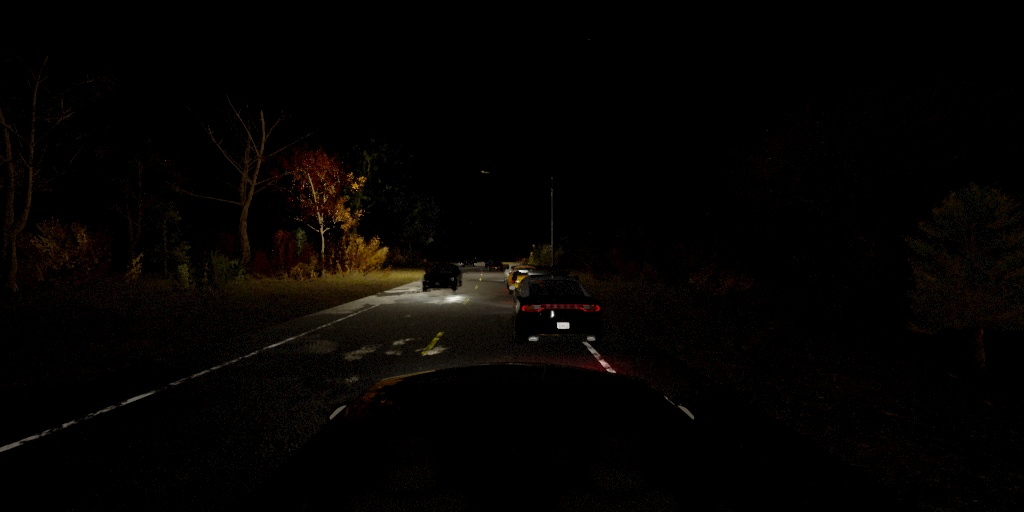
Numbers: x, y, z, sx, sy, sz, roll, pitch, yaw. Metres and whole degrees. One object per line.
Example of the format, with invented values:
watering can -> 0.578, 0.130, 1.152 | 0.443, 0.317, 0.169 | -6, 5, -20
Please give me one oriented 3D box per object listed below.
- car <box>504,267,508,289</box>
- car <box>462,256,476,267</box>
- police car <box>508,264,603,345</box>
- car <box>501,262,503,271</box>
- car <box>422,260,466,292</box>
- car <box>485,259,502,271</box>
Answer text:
car -> 0.667, 1.200, 19.813 | 1.801, 1.575, 5.366 | 0, 0, -2
car -> -7.649, 0.935, 63.608 | 2.150, 2.045, 5.566 | 0, 0, -7
police car -> 0.964, 1.174, 9.681 | 1.930, 1.638, 5.238 | 0, 0, -1
car -> 0.401, 1.264, 25.651 | 1.812, 1.442, 4.674 | 0, 0, -3
car -> -4.096, 1.222, 21.650 | 1.882, 1.535, 5.008 | 0, 0, -3
car -> -2.225, 1.234, 47.638 | 1.837, 1.490, 4.892 | 0, 0, -5
